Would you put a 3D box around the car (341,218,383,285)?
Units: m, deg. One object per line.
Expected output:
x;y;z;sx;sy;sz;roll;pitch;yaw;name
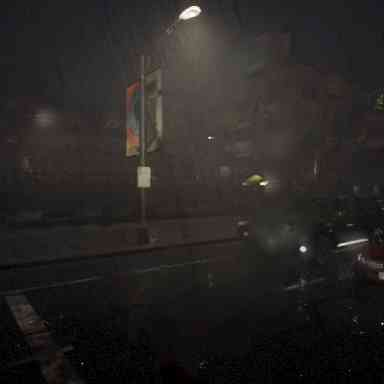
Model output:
5.871;1.454;8.132;4.674;1.442;1.812;-1;0;-35;car

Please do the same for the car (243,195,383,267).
4.600;1.142;11.530;5.566;2.045;2.150;-1;0;-36;car

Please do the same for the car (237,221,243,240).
4.191;1.388;14.721;5.008;1.535;2.097;-1;0;-36;car
